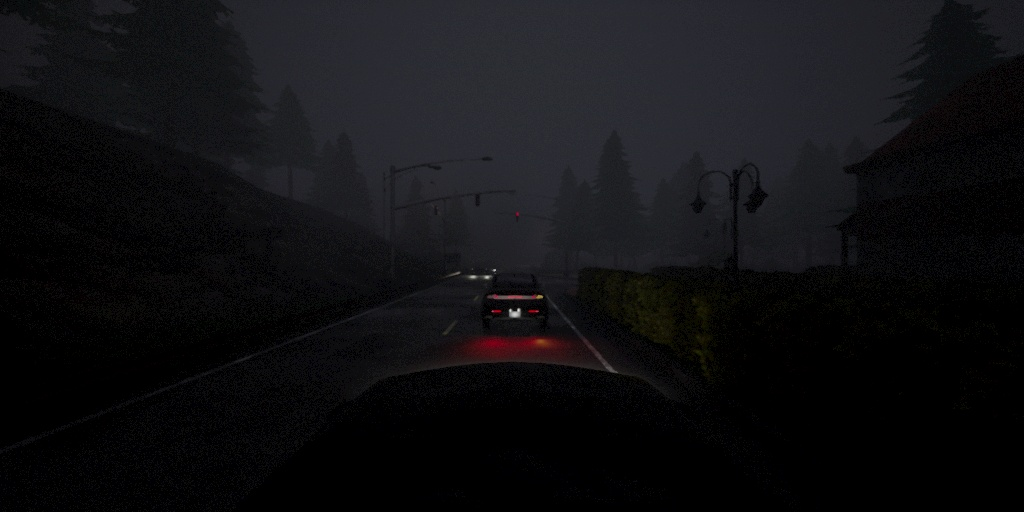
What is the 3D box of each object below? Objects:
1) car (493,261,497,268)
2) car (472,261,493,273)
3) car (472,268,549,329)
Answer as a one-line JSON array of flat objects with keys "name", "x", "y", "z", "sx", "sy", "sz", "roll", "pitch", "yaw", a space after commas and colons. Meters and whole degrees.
[{"name": "car", "x": -3.495, "y": 1.551, "z": 61.883, "sx": 2.033, "sy": 1.411, "sz": 5.357, "roll": 0, "pitch": 0, "yaw": 0}, {"name": "car", "x": -3.579, "y": 1.397, "z": 41.836, "sx": 1.882, "sy": 1.535, "sz": 5.008, "roll": 0, "pitch": 0, "yaw": 0}, {"name": "car", "x": 0.081, "y": 1.280, "z": 11.455, "sx": 2.128, "sy": 1.511, "sz": 4.902, "roll": 0, "pitch": -1, "yaw": 0}]
